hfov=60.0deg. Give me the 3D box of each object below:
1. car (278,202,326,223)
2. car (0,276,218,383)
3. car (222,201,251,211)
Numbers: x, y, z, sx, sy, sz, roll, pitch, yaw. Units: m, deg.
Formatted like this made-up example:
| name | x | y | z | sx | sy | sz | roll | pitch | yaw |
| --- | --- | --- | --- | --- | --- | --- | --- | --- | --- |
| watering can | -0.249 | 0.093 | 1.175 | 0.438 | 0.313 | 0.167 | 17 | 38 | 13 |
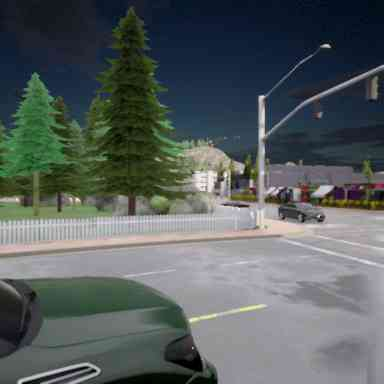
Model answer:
| name | x | y | z | sx | sy | sz | roll | pitch | yaw |
| --- | --- | --- | --- | --- | --- | --- | --- | --- | --- |
| car | 8.589 | 1.561 | 26.450 | 1.837 | 1.490 | 4.892 | 0 | 0 | -14 |
| car | -2.449 | 1.221 | 1.884 | 5.566 | 2.045 | 2.150 | 0 | 0 | -35 |
| car | 5.133 | 1.657 | 38.750 | 1.895 | 1.301 | 4.718 | 0 | 0 | -16 |
